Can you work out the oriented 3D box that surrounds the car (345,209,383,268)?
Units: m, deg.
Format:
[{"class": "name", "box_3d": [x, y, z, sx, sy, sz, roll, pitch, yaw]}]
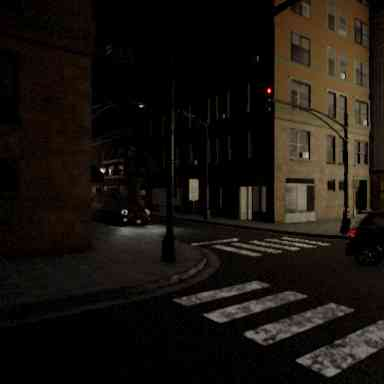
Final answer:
[{"class": "car", "box_3d": [7.062, 1.350, 9.834, 4.553, 1.767, 2.097, 0, 0, 30]}]

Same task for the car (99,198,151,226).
[{"class": "car", "box_3d": [-4.596, 1.250, 22.439, 2.097, 1.767, 4.553, 0, 0, -36]}]
